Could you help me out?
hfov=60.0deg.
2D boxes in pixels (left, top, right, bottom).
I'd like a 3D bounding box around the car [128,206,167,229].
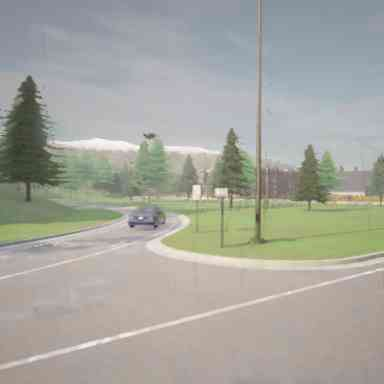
[{"bbox_3d":[-2.955,1.657,22.777,2.033,1.411,5.357,1,0,4],"label":"car"}]
